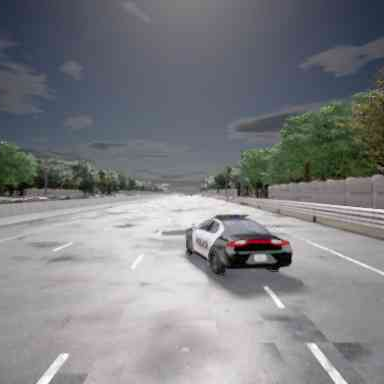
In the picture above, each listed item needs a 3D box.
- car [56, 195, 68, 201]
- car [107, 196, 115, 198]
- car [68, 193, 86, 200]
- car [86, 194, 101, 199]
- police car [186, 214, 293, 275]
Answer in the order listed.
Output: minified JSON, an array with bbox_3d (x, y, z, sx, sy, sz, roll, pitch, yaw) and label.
[{"bbox_3d":[-28.036,1.444,72.789,1.882,1.535,5.008,0,0,0],"label":"car"},{"bbox_3d":[-17.536,1.518,72.794,1.994,1.385,4.181,0,0,0],"label":"car"},{"bbox_3d":[-24.536,1.191,72.762,2.150,2.045,5.566,0,0,0],"label":"car"},{"bbox_3d":[-21.036,1.561,72.762,1.895,1.301,4.718,0,0,0],"label":"car"},{"bbox_3d":[1.125,1.499,10.719,2.038,1.542,4.974,1,-1,-15],"label":"police car"}]
